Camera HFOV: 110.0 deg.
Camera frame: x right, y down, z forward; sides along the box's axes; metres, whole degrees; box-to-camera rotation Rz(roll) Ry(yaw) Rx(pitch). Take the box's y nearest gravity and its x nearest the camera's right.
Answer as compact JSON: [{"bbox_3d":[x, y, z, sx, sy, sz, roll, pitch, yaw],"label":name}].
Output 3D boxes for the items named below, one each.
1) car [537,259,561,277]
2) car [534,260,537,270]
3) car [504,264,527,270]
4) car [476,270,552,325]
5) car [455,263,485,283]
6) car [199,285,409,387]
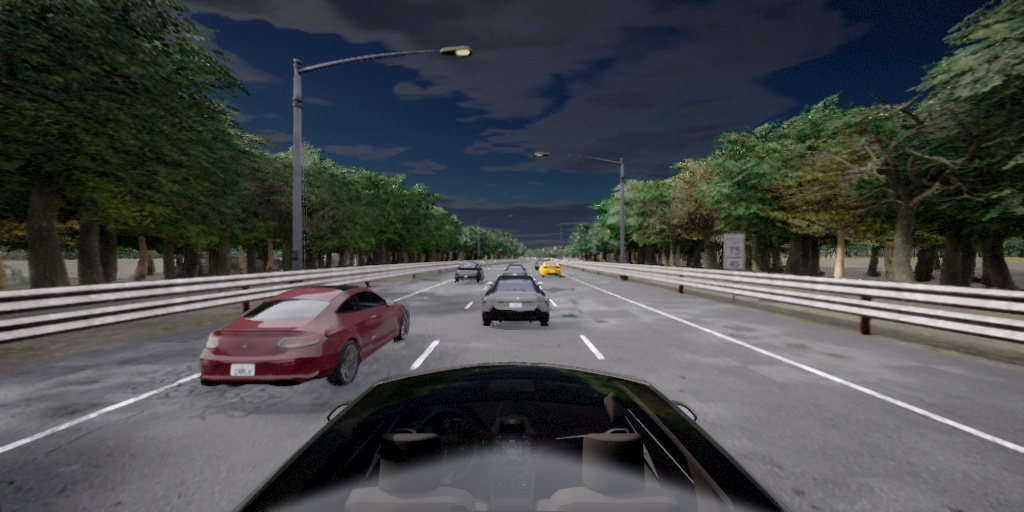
[{"bbox_3d":[3.858,1.281,36.386,1.882,1.535,5.008,0,0,2],"label":"car"},{"bbox_3d":[4.584,1.466,56.193,1.994,1.385,4.181,0,0,3],"label":"car"},{"bbox_3d":[0.288,1.343,28.642,1.994,1.385,4.181,0,0,1],"label":"car"},{"bbox_3d":[0.108,1.315,11.813,1.994,1.385,4.181,0,0,0],"label":"car"},{"bbox_3d":[-3.225,1.268,27.963,2.128,1.511,4.902,0,0,1],"label":"car"},{"bbox_3d":[-3.401,1.275,6.831,1.812,1.442,4.674,0,0,0],"label":"car"}]
